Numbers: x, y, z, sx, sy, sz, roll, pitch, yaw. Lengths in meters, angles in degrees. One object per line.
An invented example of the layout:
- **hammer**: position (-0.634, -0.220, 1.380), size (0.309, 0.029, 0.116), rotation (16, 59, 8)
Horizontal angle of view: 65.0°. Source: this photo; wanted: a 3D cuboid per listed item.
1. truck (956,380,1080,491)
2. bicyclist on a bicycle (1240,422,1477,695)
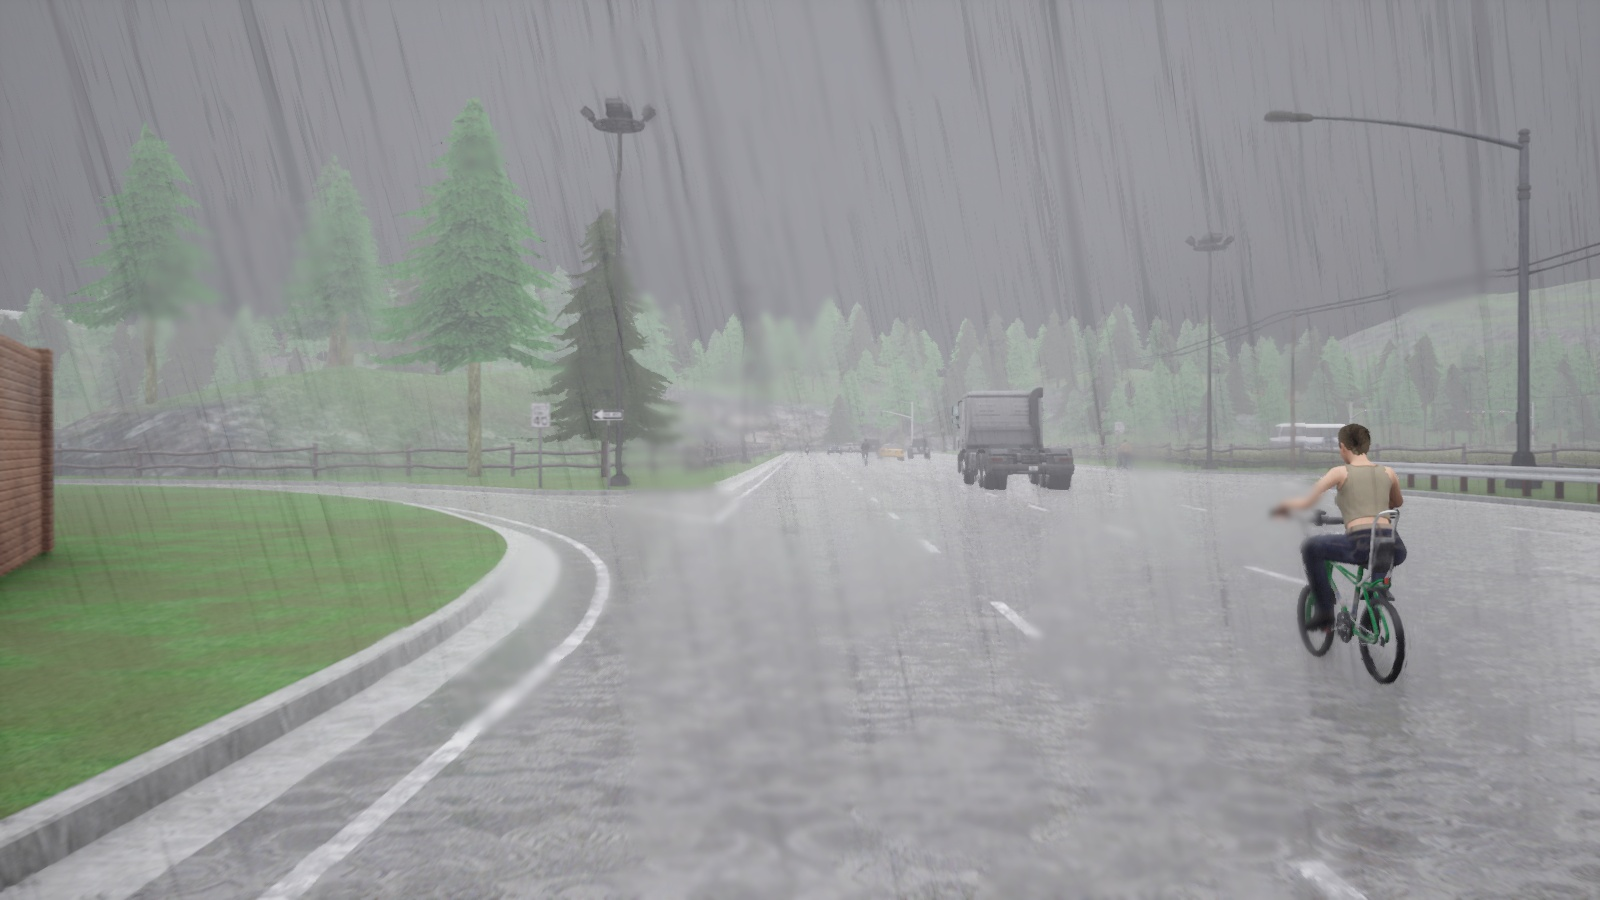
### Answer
- **truck**: position (7.260, -0.471, 42.926), size (2.891, 3.462, 7.936), rotation (0, 0, 0)
- **bicyclist on a bicycle**: position (3.567, 0.640, 8.176), size (0.866, 1.612, 1.509), rotation (0, 0, 0)
